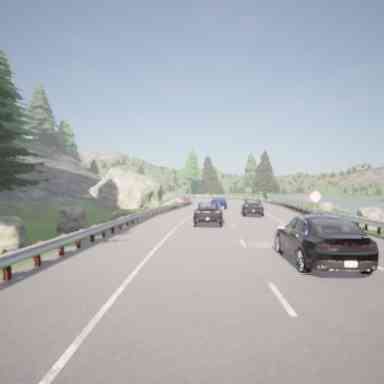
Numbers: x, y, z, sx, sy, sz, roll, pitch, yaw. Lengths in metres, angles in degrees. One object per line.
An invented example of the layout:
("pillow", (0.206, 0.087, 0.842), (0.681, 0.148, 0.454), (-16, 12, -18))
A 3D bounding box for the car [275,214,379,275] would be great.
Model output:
("car", (3.892, 1.463, 10.356), (1.837, 1.490, 4.892), (0, 0, 2))

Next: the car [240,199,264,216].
("car", (5.453, 1.362, 30.305), (2.128, 1.511, 4.902), (0, 0, 6))

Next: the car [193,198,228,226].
("car", (1.132, 1.393, 22.240), (2.128, 1.511, 4.902), (0, 0, 5))
